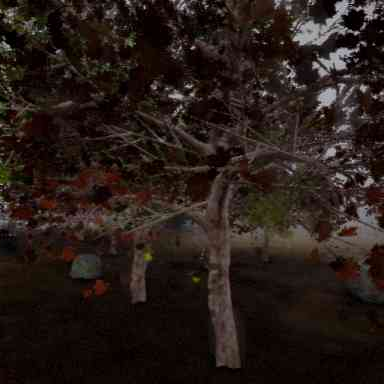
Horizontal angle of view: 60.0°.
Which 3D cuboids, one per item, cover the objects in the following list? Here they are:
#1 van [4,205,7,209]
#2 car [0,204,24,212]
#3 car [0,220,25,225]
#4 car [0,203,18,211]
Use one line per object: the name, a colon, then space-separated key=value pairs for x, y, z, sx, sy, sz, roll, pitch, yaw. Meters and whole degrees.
van: x=-41.745 y=3.776 z=79.494 sx=1.878 sy=1.987 sz=4.442 roll=1 pitch=1 yaw=19
car: x=-44.047 y=3.959 z=81.496 sx=2.097 sy=1.535 sz=5.008 roll=1 pitch=1 yaw=19
car: x=-20.004 y=4.348 z=34.427 sx=5.566 sy=2.045 sz=2.435 roll=2 pitch=1 yaw=17
car: x=-46.412 y=3.795 z=83.344 sx=2.185 sy=1.767 sz=4.553 roll=0 pitch=1 yaw=19
